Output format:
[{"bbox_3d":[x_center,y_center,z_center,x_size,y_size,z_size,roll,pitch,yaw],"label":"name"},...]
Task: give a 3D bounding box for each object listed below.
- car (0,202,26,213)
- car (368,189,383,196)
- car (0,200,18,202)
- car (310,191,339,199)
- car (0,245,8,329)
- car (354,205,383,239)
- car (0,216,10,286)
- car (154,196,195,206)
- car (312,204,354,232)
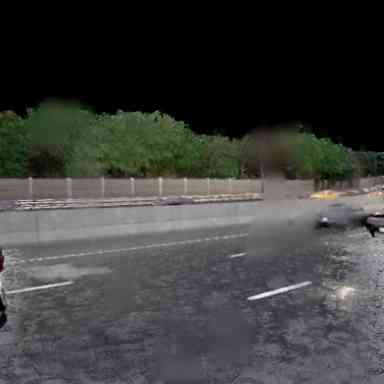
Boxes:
[{"bbox_3d":[-11.202,1.496,17.493,4.892,1.490,1.837,0,0,-35],"label":"car"},{"bbox_3d":[28.022,0.299,49.310,4.553,1.767,2.097,-2,1,-34],"label":"car"},{"bbox_3d":[-12.880,1.339,20.594,4.553,1.767,2.097,-1,0,-35],"label":"car"},{"bbox_3d":[18.792,0.650,47.194,5.008,1.535,1.882,-1,1,-35],"label":"car"},{"bbox_3d":[-5.067,1.361,4.428,4.553,1.767,2.097,0,0,-36],"label":"car"},{"bbox_3d":[9.761,1.288,14.960,4.902,1.511,2.128,-1,1,-35],"label":"car"},{"bbox_3d":[-6.995,1.486,7.353,5.008,1.535,1.882,0,0,-36],"label":"car"},{"bbox_3d":[-1.949,1.225,36.917,4.902,1.511,2.128,-1,1,-35],"label":"car"},{"bbox_3d":[8.532,1.343,18.379,4.181,1.385,1.994,-1,1,-35],"label":"car"}]
